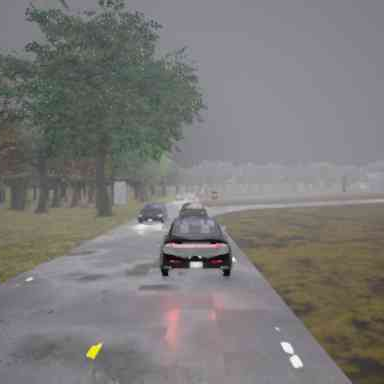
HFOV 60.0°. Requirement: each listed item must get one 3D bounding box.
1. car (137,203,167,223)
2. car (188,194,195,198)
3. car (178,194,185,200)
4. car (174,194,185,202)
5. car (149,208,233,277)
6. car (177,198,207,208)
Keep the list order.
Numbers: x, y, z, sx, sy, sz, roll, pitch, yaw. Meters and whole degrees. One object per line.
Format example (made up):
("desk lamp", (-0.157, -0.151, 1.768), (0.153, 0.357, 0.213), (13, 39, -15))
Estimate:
("car", (-2.801, 1.501, 25.009), (2.033, 1.411, 5.357), (0, 0, 0))
("car", (-0.064, 1.408, 85.465), (1.882, 1.535, 5.008), (0, 0, 0))
("car", (-2.816, 1.424, 89.443), (1.837, 1.490, 4.892), (0, 0, 0))
("car", (-2.805, 1.462, 73.883), (1.812, 1.442, 4.674), (0, 0, 0))
("car", (0.091, 1.468, 10.110), (2.128, 1.511, 4.902), (0, 0, 0))
("car", (0.059, 1.432, 23.740), (1.882, 1.535, 5.008), (0, 0, -1))
